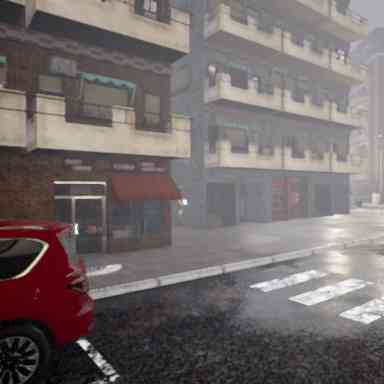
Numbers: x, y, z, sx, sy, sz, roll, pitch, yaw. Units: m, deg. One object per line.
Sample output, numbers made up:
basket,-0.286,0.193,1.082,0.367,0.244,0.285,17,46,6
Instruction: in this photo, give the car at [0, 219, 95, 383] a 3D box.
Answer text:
car,-3.590,1.328,3.521,5.009,1.841,2.192,-1,1,-36

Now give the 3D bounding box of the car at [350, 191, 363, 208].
car,19.529,0.875,42.167,2.150,2.045,5.566,0,0,5
